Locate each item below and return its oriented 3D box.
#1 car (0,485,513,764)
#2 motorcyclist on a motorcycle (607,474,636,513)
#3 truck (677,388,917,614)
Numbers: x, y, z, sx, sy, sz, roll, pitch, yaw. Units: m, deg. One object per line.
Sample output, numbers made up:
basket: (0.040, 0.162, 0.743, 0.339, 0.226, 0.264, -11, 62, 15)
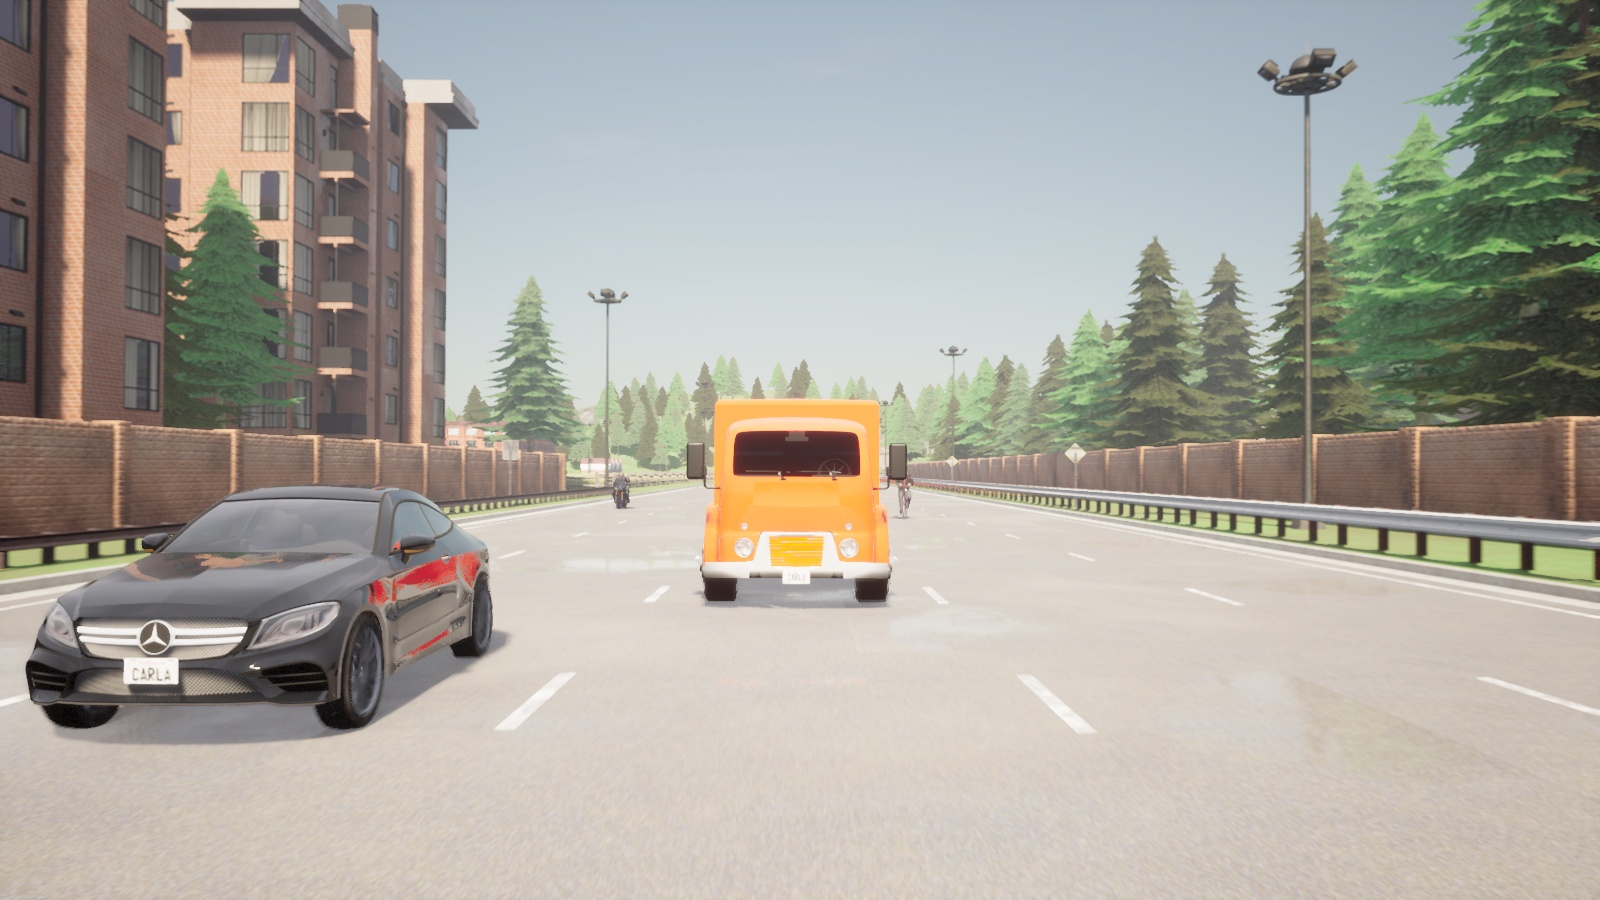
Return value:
car: (-3.516, 1.007, 9.130, 1.812, 1.442, 4.674, 0, -1, 0)
motorcyclist on a motorcycle: (-7.122, 1.718, 50.232, 0.866, 1.530, 2.191, 0, -1, 0)
truck: (-0.042, 0.602, 16.408, 2.627, 2.467, 5.204, 0, -1, 0)
